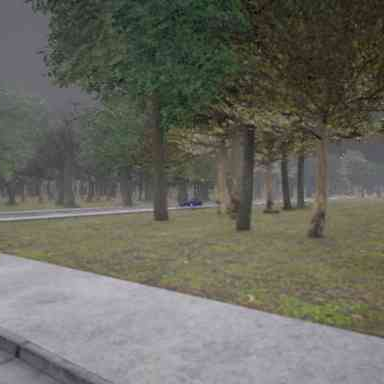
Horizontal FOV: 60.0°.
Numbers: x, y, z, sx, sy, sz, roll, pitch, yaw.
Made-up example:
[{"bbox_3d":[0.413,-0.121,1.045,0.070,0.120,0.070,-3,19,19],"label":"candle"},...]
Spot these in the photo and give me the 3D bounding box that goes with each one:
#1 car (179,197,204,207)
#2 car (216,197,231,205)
[{"bbox_3d":[0.017,1.545,51.535,1.882,1.535,5.008,0,0,36],"label":"car"},{"bbox_3d":[6.096,1.591,59.932,1.812,1.442,4.674,0,0,36],"label":"car"}]
